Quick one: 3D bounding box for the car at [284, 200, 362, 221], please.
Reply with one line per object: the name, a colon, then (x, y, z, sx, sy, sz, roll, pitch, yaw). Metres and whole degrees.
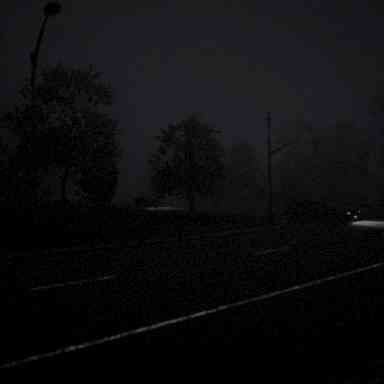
car: (9.347, 1.272, 24.295, 2.033, 1.411, 5.357, -1, 1, -35)

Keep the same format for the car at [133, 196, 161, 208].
car: (-6.045, 1.230, 44.236, 1.882, 1.535, 5.008, -2, 1, -39)
